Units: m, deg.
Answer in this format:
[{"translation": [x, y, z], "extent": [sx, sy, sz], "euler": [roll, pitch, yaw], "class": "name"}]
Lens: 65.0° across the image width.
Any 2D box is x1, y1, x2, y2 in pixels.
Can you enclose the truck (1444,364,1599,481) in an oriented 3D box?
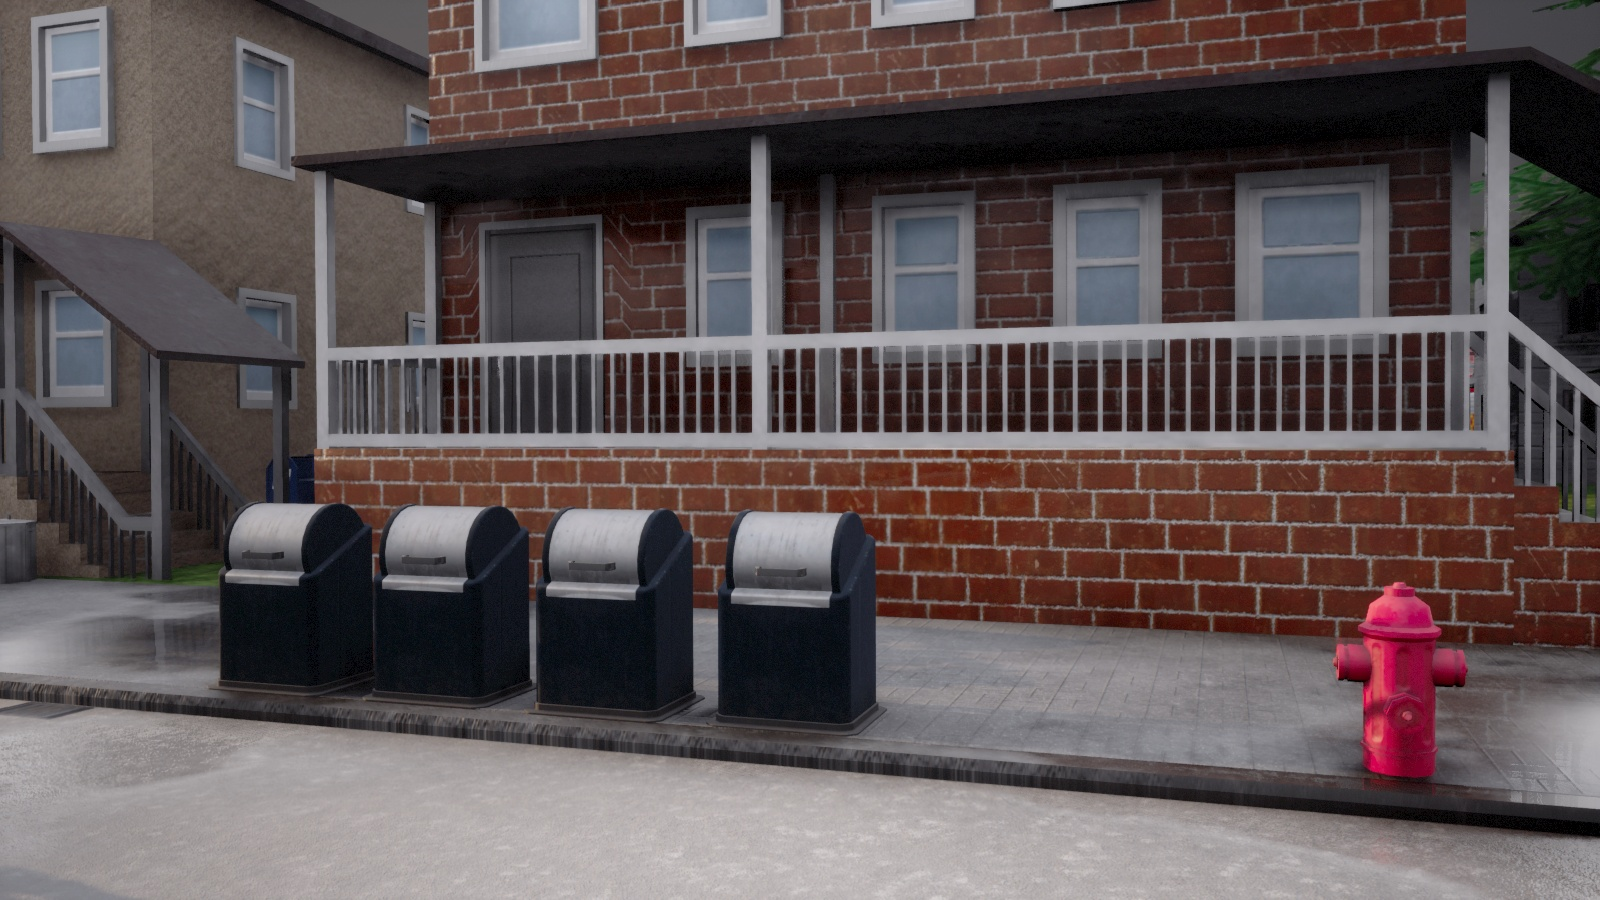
[{"translation": [26.759, -0.918, 42.503], "extent": [8.468, 3.827, 2.891], "euler": [1, 1, 18], "class": "truck"}]
